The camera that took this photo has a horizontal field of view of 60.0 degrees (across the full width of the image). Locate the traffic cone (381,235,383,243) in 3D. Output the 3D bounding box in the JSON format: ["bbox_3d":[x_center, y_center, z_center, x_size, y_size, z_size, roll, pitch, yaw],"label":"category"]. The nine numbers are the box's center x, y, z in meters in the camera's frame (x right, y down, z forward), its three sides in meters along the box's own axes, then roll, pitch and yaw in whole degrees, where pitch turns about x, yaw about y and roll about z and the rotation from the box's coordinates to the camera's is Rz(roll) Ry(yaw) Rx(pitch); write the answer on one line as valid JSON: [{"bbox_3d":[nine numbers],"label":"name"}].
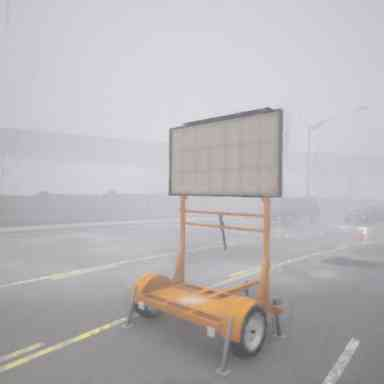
[{"bbox_3d":[9.100,2.118,15.673,0.340,0.580,0.340,0,0,43],"label":"traffic cone"}]

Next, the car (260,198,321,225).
[{"bbox_3d":[7.915,1.473,26.410,5.566,2.045,2.150,1,-1,-35],"label":"car"}]

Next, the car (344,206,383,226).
[{"bbox_3d":[14.022,1.834,26.243,4.674,1.442,1.812,1,-1,-32],"label":"car"}]

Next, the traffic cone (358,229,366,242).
[{"bbox_3d":[8.372,2.117,16.359,0.340,0.580,0.340,0,-1,43],"label":"traffic cone"}]

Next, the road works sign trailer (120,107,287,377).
[{"bbox_3d":[0.600,0.481,5.847,2.380,3.560,2.880,1,0,43],"label":"road works sign trailer"}]
